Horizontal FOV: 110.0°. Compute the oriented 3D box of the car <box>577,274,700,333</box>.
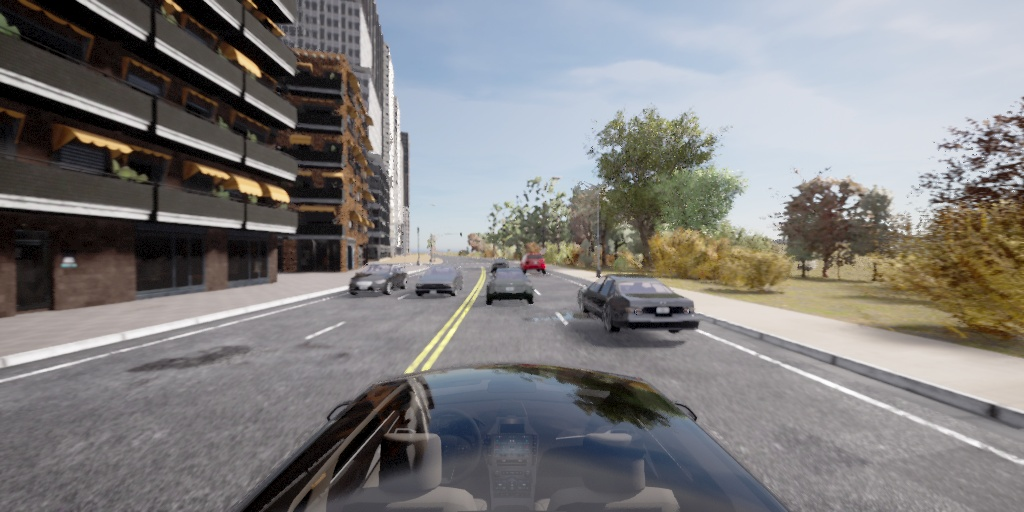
[{"bbox_3d":[3.292,1.236,10.472,2.033,1.411,5.357,0,0,-1],"label":"car"}]

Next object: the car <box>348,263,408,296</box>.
[{"bbox_3d":[-6.799,1.157,18.709,2.128,1.511,4.902,0,0,-2],"label":"car"}]

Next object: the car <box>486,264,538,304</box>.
[{"bbox_3d":[-0.130,1.228,15.927,1.994,1.385,4.181,0,0,-2],"label":"car"}]

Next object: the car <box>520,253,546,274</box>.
[{"bbox_3d":[2.081,0.741,36.991,2.150,2.045,5.566,0,0,-4],"label":"car"}]

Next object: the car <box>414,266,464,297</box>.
[{"bbox_3d":[-3.544,1.205,18.473,2.033,1.411,5.357,0,0,-2],"label":"car"}]

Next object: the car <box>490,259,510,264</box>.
[{"bbox_3d":[-1.270,1.026,38.124,1.837,1.490,4.892,0,0,-4],"label":"car"}]
